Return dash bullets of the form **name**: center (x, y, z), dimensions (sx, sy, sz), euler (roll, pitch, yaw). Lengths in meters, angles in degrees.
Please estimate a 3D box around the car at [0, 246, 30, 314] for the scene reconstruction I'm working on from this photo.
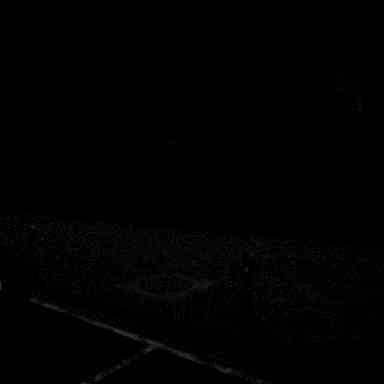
- **car**: center (-4.841, 1.524, 6.415), dimensions (4.313, 1.339, 1.947), euler (0, 0, 35)
